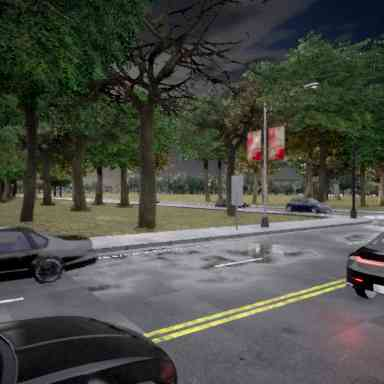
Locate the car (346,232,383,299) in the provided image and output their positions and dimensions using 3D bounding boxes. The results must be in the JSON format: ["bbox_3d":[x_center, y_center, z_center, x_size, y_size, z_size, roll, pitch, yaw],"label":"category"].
[{"bbox_3d":[5.303,1.491,7.221,4.902,1.511,2.128,0,0,-35],"label":"car"}]

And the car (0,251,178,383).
[{"bbox_3d":[-2.363,1.478,1.755,5.008,1.535,1.882,0,0,-36],"label":"car"}]

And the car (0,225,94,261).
[{"bbox_3d":[-5.081,1.547,8.049,5.357,1.411,2.033,0,0,-35],"label":"car"}]

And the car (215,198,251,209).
[{"bbox_3d":[5.270,1.514,43.859,2.033,1.411,5.357,0,0,-35],"label":"car"}]

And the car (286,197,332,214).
[{"bbox_3d":[12.007,1.334,34.373,2.097,1.767,4.553,0,0,-35],"label":"car"}]

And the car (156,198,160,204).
[{"bbox_3d":[-7.704,1.447,62.253,2.128,1.511,4.902,0,0,-35],"label":"car"}]
